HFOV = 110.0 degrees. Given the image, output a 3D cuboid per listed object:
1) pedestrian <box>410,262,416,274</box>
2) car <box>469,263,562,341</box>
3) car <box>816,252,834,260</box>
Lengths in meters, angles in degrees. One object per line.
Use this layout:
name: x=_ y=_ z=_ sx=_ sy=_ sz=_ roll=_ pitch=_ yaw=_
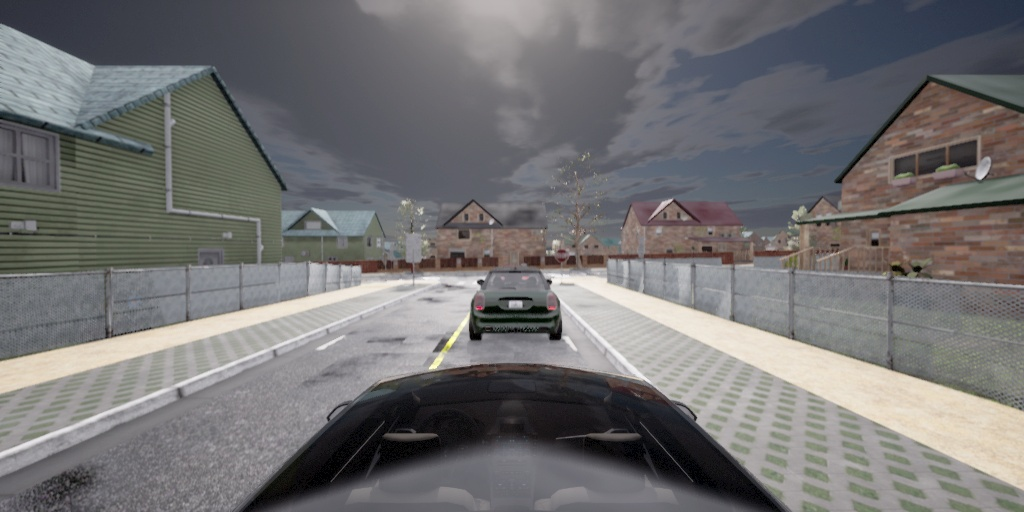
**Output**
pedestrian: x=-9.705 y=0.818 z=35.093 sx=0.375 sy=1.860 sz=0.375 roll=0 pitch=3 yaw=0
car: x=0.076 y=1.051 z=9.868 sx=2.097 sy=1.767 sz=4.553 roll=0 pitch=0 yaw=0
car: x=28.030 y=0.373 z=32.293 sx=4.674 sy=1.442 sz=1.812 roll=-1 pitch=1 yaw=0
